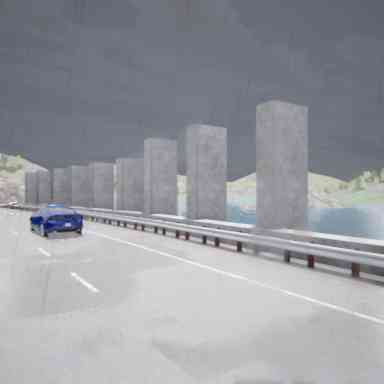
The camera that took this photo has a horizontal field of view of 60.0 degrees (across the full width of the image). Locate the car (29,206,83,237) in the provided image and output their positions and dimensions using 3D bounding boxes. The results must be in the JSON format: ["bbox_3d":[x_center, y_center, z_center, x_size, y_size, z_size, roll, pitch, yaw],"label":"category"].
[{"bbox_3d":[-7.623,1.499,18.465,1.882,1.535,5.008,0,0,-36],"label":"car"}]
